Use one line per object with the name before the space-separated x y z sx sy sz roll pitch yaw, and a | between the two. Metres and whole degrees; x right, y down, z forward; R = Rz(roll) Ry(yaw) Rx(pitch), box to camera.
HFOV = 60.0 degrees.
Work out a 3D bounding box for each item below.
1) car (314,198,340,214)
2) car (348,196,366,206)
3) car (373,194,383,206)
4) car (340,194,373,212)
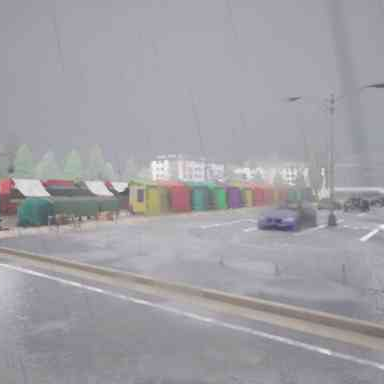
car | 15.707 1.385 38.069 1.784 1.438 3.905 0 0 36
car | 25.929 1.418 52.233 1.970 1.475 3.806 0 0 36
car | 28.269 1.190 50.526 1.905 1.878 3.866 0 0 36
car | 18.017 1.186 36.319 1.932 1.855 4.605 0 0 36
